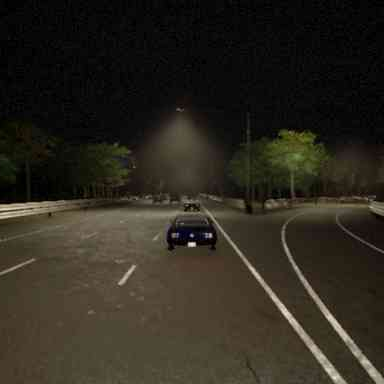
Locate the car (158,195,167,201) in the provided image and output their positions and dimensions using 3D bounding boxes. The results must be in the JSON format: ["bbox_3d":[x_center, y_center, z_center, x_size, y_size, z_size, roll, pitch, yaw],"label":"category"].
[{"bbox_3d":[-6.997,1.394,79.177,1.882,1.535,5.008,0,0,0],"label":"car"}]

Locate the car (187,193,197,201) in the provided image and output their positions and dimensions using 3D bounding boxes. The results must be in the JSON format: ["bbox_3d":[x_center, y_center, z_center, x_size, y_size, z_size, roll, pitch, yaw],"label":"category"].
[{"bbox_3d":[0.003,1.160,79.623,2.150,2.045,5.566,0,0,0],"label":"car"}]

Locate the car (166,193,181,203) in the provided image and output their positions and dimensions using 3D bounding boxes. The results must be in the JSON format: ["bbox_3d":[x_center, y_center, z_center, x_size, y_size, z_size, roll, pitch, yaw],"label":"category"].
[{"bbox_3d":[-3.497,1.279,68.785,2.150,2.045,5.566,0,0,0],"label":"car"}]

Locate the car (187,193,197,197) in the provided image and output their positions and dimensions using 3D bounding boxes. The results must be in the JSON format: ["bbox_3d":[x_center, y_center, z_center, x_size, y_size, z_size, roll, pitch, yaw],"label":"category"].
[{"bbox_3d":[0.003,1.421,70.347,2.097,1.767,4.553,0,0,0],"label":"car"}]

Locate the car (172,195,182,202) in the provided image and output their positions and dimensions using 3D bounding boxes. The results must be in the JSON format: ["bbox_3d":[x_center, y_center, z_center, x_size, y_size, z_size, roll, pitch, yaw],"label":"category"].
[{"bbox_3d":[-3.497,1.442,79.177,2.128,1.511,4.902,0,0,0],"label":"car"}]

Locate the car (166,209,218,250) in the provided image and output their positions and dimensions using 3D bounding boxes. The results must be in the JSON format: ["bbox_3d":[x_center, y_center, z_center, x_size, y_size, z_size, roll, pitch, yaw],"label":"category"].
[{"bbox_3d":[0.001,1.599,14.181,1.895,1.301,4.718,0,0,0],"label":"car"}]

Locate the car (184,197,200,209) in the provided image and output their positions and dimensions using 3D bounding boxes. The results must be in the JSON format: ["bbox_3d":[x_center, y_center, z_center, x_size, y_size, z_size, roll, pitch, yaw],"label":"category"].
[{"bbox_3d":[0.000,1.603,41.171,1.895,1.301,4.718,0,0,0],"label":"car"}]

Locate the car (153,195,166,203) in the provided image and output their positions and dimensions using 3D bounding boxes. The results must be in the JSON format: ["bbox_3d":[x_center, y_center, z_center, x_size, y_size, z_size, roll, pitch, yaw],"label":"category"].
[{"bbox_3d":[-6.997,1.593,68.755,2.033,1.411,5.357,0,0,0],"label":"car"}]
